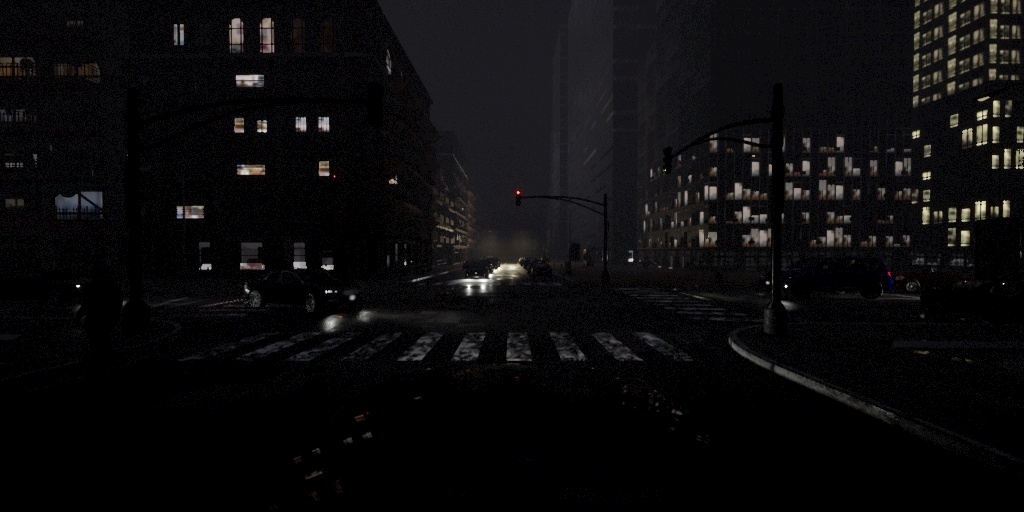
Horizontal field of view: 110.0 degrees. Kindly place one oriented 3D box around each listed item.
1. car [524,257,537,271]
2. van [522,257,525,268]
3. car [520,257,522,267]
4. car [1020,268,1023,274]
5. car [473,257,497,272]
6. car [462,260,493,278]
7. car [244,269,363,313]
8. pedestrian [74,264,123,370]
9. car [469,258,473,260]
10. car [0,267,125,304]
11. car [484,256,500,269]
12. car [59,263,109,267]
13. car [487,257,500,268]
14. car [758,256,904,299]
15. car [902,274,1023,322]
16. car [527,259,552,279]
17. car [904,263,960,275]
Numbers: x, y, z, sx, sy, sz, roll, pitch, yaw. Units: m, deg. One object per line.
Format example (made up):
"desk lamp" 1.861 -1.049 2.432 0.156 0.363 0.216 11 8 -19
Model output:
"car" 2.623 1.159 38.159 1.967 1.591 4.097 0 0 0
"van" 2.612 1.045 49.451 1.690 1.789 3.998 0 0 0
"car" 2.606 1.240 55.097 1.888 1.381 4.507 0 0 0
"car" 25.744 1.336 18.010 4.902 1.511 2.128 0 1 1
"car" -3.135 1.220 41.590 1.837 1.490 4.892 0 0 0
"car" -3.119 1.290 32.851 1.994 1.385 4.181 0 0 0
"car" -8.008 1.237 13.787 4.902 1.511 2.128 0 0 22
"pedestrian" -7.318 1.044 6.342 0.375 1.860 0.375 -1 1 0
"car" -5.736 1.270 49.410 1.948 1.339 4.313 0 0 0
"car" -19.855 1.285 15.397 4.718 1.301 1.895 0 1 1
"car" -3.128 1.052 51.743 2.097 1.767 4.553 0 0 0
"car" -25.875 1.110 21.377 4.507 1.381 1.888 0 0 1
"car" -3.112 1.036 61.586 2.097 1.767 4.553 0 0 0
"car" 15.724 1.020 18.137 5.566 2.045 2.150 0 1 1
"car" 16.705 1.445 12.220 4.403 1.370 2.007 0 0 1
"car" 2.628 1.272 32.514 1.888 1.381 4.507 0 0 0
"car" 23.356 1.230 20.773 4.097 1.591 1.967 0 0 1
